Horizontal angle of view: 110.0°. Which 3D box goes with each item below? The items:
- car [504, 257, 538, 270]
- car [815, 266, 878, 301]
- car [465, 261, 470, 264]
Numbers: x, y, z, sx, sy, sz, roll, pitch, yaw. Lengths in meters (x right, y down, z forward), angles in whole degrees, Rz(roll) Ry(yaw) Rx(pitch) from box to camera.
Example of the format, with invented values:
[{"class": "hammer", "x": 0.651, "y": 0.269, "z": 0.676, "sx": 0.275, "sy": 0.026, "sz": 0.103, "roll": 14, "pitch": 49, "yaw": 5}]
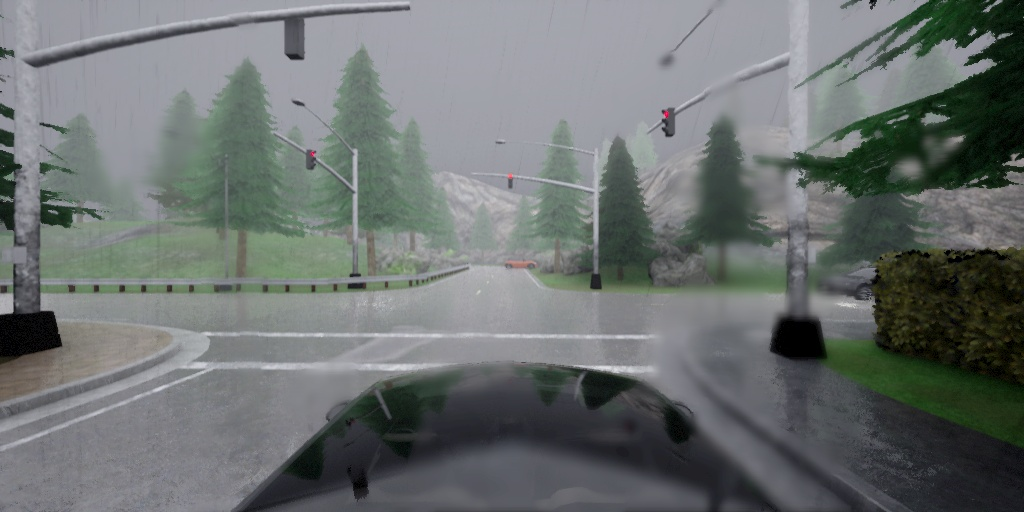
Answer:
[{"class": "car", "x": 1.232, "y": 0.955, "z": 48.953, "sx": 4.553, "sy": 1.767, "sz": 2.097, "roll": 0, "pitch": 0, "yaw": 5}, {"class": "car", "x": 16.523, "y": 1.195, "z": 16.163, "sx": 4.892, "sy": 1.490, "sz": 1.837, "roll": 0, "pitch": 0, "yaw": 0}, {"class": "car", "x": -9.610, "y": 1.107, "z": 63.589, "sx": 5.357, "sy": 1.411, "sz": 2.033, "roll": 0, "pitch": 0, "yaw": 44}]
